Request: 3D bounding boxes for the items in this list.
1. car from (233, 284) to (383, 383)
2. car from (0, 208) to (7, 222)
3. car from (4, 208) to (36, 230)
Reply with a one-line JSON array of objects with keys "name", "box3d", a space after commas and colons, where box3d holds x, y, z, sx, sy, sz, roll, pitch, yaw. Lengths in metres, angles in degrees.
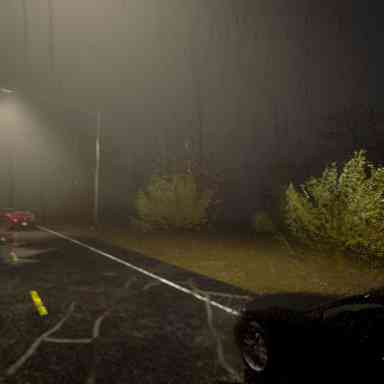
[{"name": "car", "box3d": [2.394, 1.733, 3.620, 1.812, 1.442, 4.674, 3, -3, -31]}, {"name": "car", "box3d": [-20.679, 2.564, 37.237, 1.837, 1.490, 4.892, 3, -2, -34]}, {"name": "car", "box3d": [-14.283, 2.349, 27.820, 1.812, 1.442, 4.674, 3, -3, -33]}]
